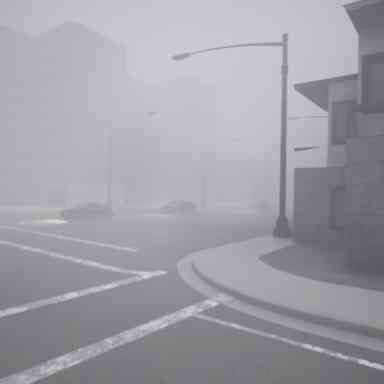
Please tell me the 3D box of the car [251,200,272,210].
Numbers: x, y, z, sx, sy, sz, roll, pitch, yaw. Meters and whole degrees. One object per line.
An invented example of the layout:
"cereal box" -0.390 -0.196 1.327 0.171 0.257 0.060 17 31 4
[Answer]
"car" 11.001 2.070 52.726 2.128 1.511 4.902 1 0 37

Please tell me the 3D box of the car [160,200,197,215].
"car" -1.403 1.642 36.054 1.837 1.490 4.892 1 0 36

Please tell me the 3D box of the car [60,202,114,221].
"car" -8.338 1.506 26.672 1.994 1.385 4.181 1 0 37
